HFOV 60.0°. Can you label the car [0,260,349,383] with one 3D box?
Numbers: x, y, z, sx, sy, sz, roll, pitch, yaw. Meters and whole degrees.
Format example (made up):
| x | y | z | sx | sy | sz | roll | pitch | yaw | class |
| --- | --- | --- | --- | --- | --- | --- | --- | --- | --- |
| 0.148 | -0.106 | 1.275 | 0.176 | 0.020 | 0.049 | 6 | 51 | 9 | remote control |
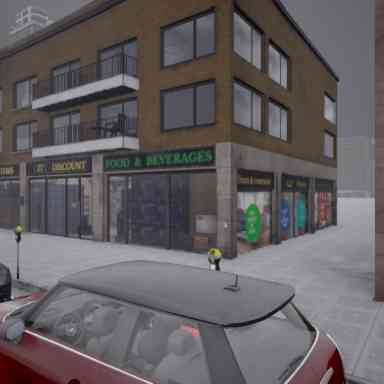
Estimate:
| x | y | z | sx | sy | sz | roll | pitch | yaw | class |
| --- | --- | --- | --- | --- | --- | --- | --- | --- | --- |
| -0.722 | 1.440 | 3.318 | 4.097 | 1.590 | 1.967 | 0 | 0 | 35 | car |
